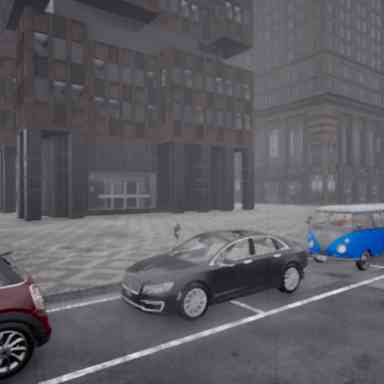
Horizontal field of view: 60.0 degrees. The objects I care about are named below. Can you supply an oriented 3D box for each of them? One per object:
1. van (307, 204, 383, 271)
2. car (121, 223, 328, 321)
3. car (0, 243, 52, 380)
[{"bbox_3d":[5.292,1.288,10.425,3.998,1.788,1.690,0,0,-36],"label":"van"},{"bbox_3d":[0.671,1.527,7.129,4.403,1.369,2.008,0,0,-36],"label":"car"},{"bbox_3d":[-3.952,1.446,3.831,4.097,1.590,1.967,0,0,-36],"label":"car"}]
